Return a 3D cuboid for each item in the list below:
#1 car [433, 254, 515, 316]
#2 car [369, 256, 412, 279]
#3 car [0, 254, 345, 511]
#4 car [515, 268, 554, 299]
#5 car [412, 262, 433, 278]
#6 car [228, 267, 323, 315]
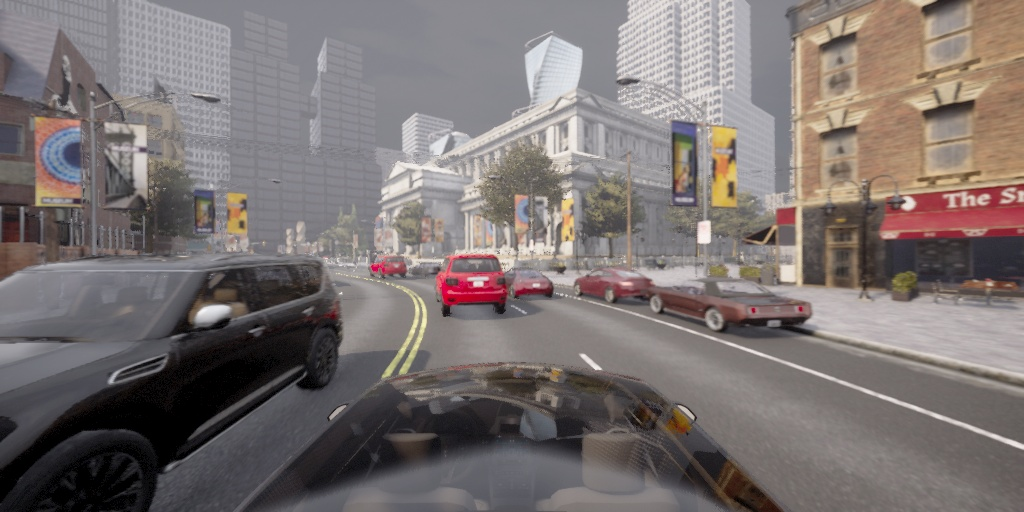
[{"bbox_3d":[-1.721,0.960,13.732,2.150,2.045,5.566,0,0,-15],"label":"car"},{"bbox_3d":[-11.426,0.991,32.863,2.150,2.045,5.566,0,0,-36],"label":"car"},{"bbox_3d":[-3.771,0.995,3.872,2.150,2.045,5.566,0,0,-4],"label":"car"},{"bbox_3d":[0.479,1.277,18.022,1.994,1.385,4.181,0,0,-18],"label":"car"},{"bbox_3d":[-8.114,1.290,34.252,2.033,1.411,5.357,0,0,-35],"label":"car"},{"bbox_3d":[-9.544,1.284,14.992,2.128,1.511,4.902,0,0,-18],"label":"car"}]
